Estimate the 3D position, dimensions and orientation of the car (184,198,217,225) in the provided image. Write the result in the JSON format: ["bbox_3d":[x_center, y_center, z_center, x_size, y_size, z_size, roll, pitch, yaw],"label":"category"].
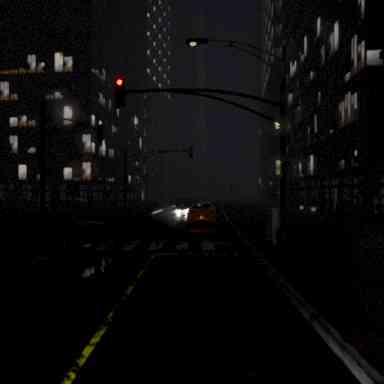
[{"bbox_3d":[0.736,1.447,23.641,1.882,1.535,5.008,-1,0,3],"label":"car"}]

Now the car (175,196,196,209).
[{"bbox_3d":[-1.033,1.398,43.709,2.128,1.511,4.902,0,0,5],"label":"car"}]

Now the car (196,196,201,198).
[{"bbox_3d":[0.765,1.454,60.332,1.895,1.301,4.718,0,0,7],"label":"car"}]

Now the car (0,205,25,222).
[{"bbox_3d":[-16.493,1.816,28.276,4.403,1.369,2.008,-1,1,10],"label":"car"}]
